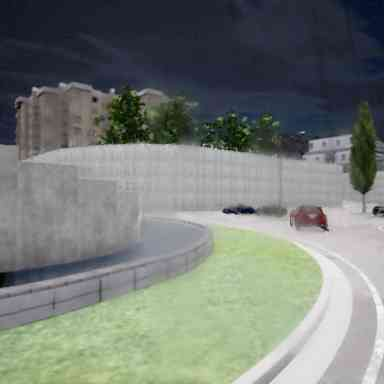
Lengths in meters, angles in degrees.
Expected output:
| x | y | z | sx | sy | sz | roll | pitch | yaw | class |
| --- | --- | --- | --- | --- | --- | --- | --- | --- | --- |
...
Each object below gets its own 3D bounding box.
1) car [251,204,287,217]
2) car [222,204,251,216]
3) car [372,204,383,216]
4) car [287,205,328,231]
| x | y | z | sx | sy | sz | roll | pitch | yaw | class |
| --- | --- | --- | --- | --- | --- | --- | --- | --- | --- |
| 9.372 | 2.117 | 39.012 | 4.181 | 1.385 | 1.994 | 1 | -1 | -37 | car |
| 5.692 | 2.118 | 40.677 | 4.181 | 1.385 | 1.994 | 1 | -1 | -36 | car |
| 23.259 | 2.129 | 39.554 | 4.902 | 1.511 | 2.128 | 1 | -1 | -38 | car |
| 8.325 | 1.705 | 23.938 | 2.097 | 1.767 | 4.553 | 0 | -1 | 11 | car |
